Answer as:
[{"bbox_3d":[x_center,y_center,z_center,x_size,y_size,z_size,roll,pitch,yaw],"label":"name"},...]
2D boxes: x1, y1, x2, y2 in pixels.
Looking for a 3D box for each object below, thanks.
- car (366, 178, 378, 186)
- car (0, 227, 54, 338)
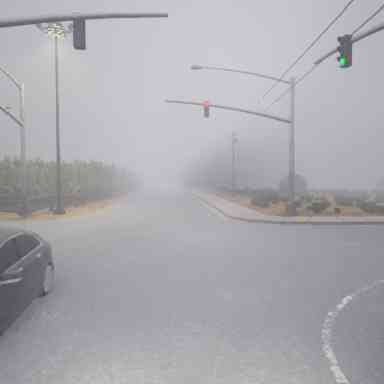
[{"bbox_3d":[42.121,-2.288,77.596,1.905,1.878,3.866,10,10,41],"label":"car"},{"bbox_3d":[-3.577,1.401,5.165,1.837,1.490,4.892,2,2,-8],"label":"car"}]
